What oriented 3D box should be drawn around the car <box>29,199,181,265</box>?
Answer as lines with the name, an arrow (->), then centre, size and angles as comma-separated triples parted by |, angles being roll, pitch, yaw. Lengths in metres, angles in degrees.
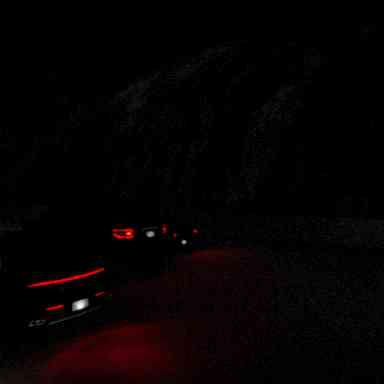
car -> -3.309, 1.255, 10.631 | 5.566, 2.045, 2.150 | 0, 0, 35

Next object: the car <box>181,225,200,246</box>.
car -> -2.106, 1.638, 14.071 | 4.718, 1.301, 1.895 | 0, 0, 35

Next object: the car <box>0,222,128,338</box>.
car -> -3.727, 1.531, 6.636 | 4.892, 1.490, 1.837 | 0, 0, 35
